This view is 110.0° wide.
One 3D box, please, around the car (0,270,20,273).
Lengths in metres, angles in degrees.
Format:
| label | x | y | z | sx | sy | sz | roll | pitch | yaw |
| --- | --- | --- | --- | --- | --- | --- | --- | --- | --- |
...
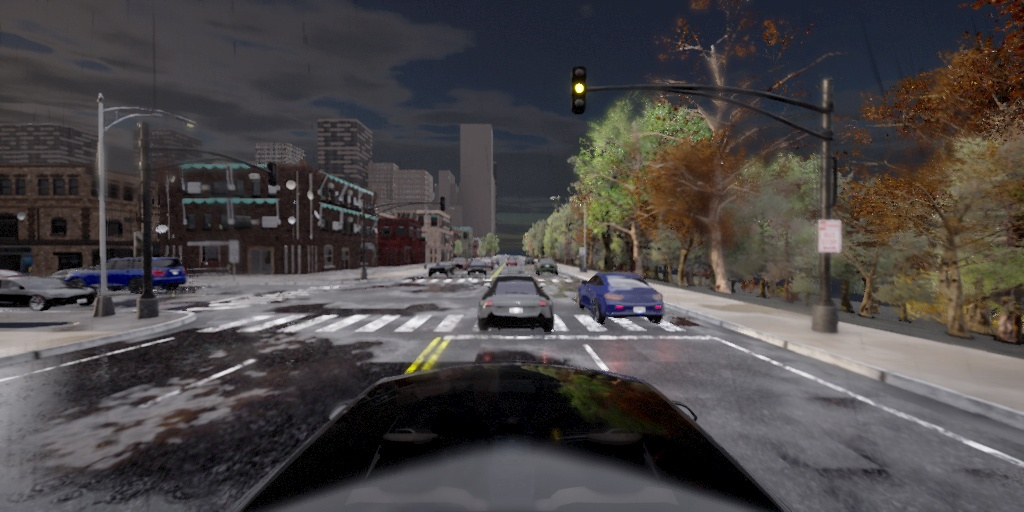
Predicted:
| label | x | y | z | sx | sy | sz | roll | pitch | yaw |
| --- | --- | --- | --- | --- | --- | --- | --- | --- | --- |
| car | -33.822 | 1.571 | 23.347 | 4.207 | 1.307 | 1.802 | 0 | 0 | 0 |

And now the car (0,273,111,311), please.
| label | x | y | z | sx | sy | sz | roll | pitch | yaw |
| --- | --- | --- | --- | --- | --- | --- | --- | --- | --- |
| car | -19.951 | 1.514 | 14.831 | 4.313 | 1.339 | 1.948 | 0 | 0 | 0 |

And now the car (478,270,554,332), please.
| label | x | y | z | sx | sy | sz | roll | pitch | yaw |
| --- | --- | --- | --- | --- | --- | --- | --- | --- | --- |
| car | 0.098 | 1.278 | 10.693 | 1.994 | 1.385 | 4.181 | 0 | 0 | 0 |

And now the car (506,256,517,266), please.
| label | x | y | z | sx | sy | sz | roll | pitch | yaw |
| --- | --- | --- | --- | --- | --- | --- | --- | --- | --- |
| car | -0.021 | 1.047 | 65.254 | 1.994 | 1.385 | 4.181 | 0 | 0 | 0 |

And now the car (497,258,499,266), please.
| label | x | y | z | sx | sy | sz | roll | pitch | yaw |
| --- | --- | --- | --- | --- | --- | --- | --- | --- | --- |
| car | -3.288 | 0.978 | 64.763 | 2.128 | 1.511 | 4.902 | 0 | 0 | 0 |

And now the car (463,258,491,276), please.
| label | x | y | z | sx | sy | sz | roll | pitch | yaw |
| --- | --- | --- | --- | --- | --- | --- | --- | --- | --- |
| car | -3.381 | 1.158 | 35.535 | 2.033 | 1.411 | 5.357 | 0 | 0 | -4 |

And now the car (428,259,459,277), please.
| label | x | y | z | sx | sy | sz | roll | pitch | yaw |
| --- | --- | --- | --- | --- | --- | --- | --- | --- | --- |
| car | -6.616 | 1.217 | 34.152 | 1.895 | 1.301 | 4.718 | 0 | 0 | 1 |

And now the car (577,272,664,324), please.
| label | x | y | z | sx | sy | sz | roll | pitch | yaw |
| --- | --- | --- | --- | --- | --- | --- | --- | --- | --- |
| car | 3.349 | 1.235 | 11.720 | 1.812 | 1.442 | 4.674 | 0 | 0 | 0 |

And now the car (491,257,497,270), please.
| label | x | y | z | sx | sy | sz | roll | pitch | yaw |
| --- | --- | --- | --- | --- | --- | --- | --- | --- | --- |
| car | -3.344 | 1.088 | 46.931 | 1.812 | 1.442 | 4.674 | 0 | 0 | 0 |

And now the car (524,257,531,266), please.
| label | x | y | z | sx | sy | sz | roll | pitch | yaw |
| --- | --- | --- | --- | --- | --- | --- | --- | --- | --- |
| car | 3.231 | 0.991 | 64.993 | 1.837 | 1.490 | 4.892 | 0 | 1 | 0 |

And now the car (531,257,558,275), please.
| label | x | y | z | sx | sy | sz | roll | pitch | yaw |
| --- | --- | --- | --- | --- | --- | --- | --- | --- | --- |
| car | 3.340 | 0.959 | 36.195 | 2.097 | 1.767 | 4.553 | 0 | 0 | 0 |

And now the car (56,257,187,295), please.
| label | x | y | z | sx | sy | sz | roll | pitch | yaw |
| --- | --- | --- | --- | --- | --- | --- | --- | --- | --- |
| car | -22.179 | 1.113 | 20.746 | 5.566 | 2.045 | 2.150 | -1 | 1 | -1 |

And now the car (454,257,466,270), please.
| label | x | y | z | sx | sy | sz | roll | pitch | yaw |
| --- | --- | --- | --- | --- | --- | --- | --- | --- | --- |
| car | -6.596 | 0.919 | 45.489 | 2.097 | 1.767 | 4.553 | 0 | 0 | 0 |
